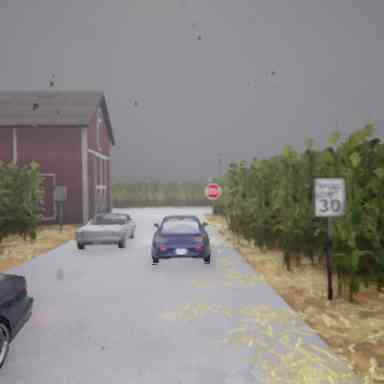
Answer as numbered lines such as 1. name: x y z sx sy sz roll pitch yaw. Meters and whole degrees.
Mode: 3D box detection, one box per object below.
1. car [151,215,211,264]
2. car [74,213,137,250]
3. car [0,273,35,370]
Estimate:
1. car: -0.388 1.518 11.698 1.812 1.442 4.674 -1 0 -2
2. car: -3.680 1.637 14.880 1.895 1.301 4.718 -1 0 -2
3. car: -3.258 1.579 2.764 2.033 1.411 5.357 -1 0 -2
